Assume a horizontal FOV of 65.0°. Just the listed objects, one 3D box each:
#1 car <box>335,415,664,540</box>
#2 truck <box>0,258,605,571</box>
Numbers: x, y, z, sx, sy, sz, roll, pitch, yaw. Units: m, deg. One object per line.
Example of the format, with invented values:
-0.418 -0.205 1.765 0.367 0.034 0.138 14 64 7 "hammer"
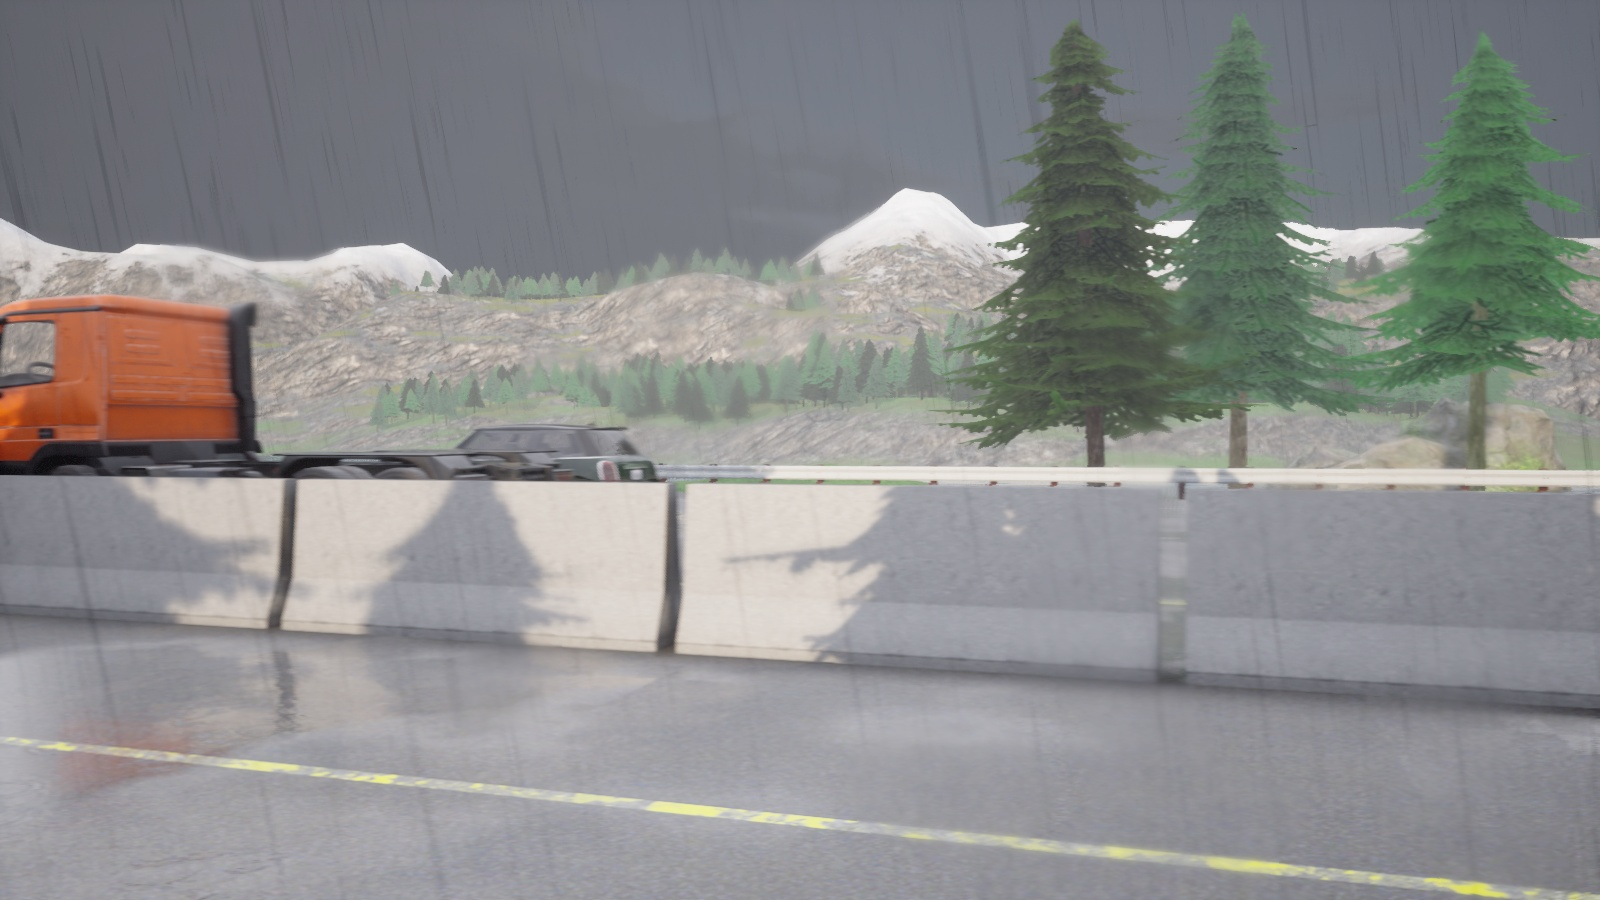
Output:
-4.635 0.355 19.528 4.553 1.767 2.097 1 1 19 "car"
-6.814 -0.446 16.558 7.936 3.462 2.891 1 1 19 "truck"
